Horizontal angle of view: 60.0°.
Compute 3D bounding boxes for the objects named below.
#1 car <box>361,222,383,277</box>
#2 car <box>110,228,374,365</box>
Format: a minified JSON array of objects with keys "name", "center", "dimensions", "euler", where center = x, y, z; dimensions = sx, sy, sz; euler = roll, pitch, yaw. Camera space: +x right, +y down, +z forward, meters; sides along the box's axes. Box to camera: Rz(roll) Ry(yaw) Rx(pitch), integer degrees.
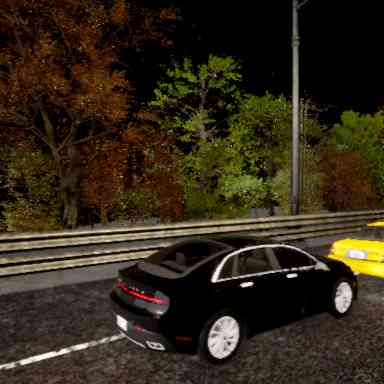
[{"name":"car","center":[6.065,1.492,9.512],"dimensions":[5.366,1.575,1.801],"euler":[0,0,-36]},{"name":"car","center":[1.034,1.525,5.902],"dimensions":[4.892,1.490,1.837],"euler":[0,0,-36]}]
